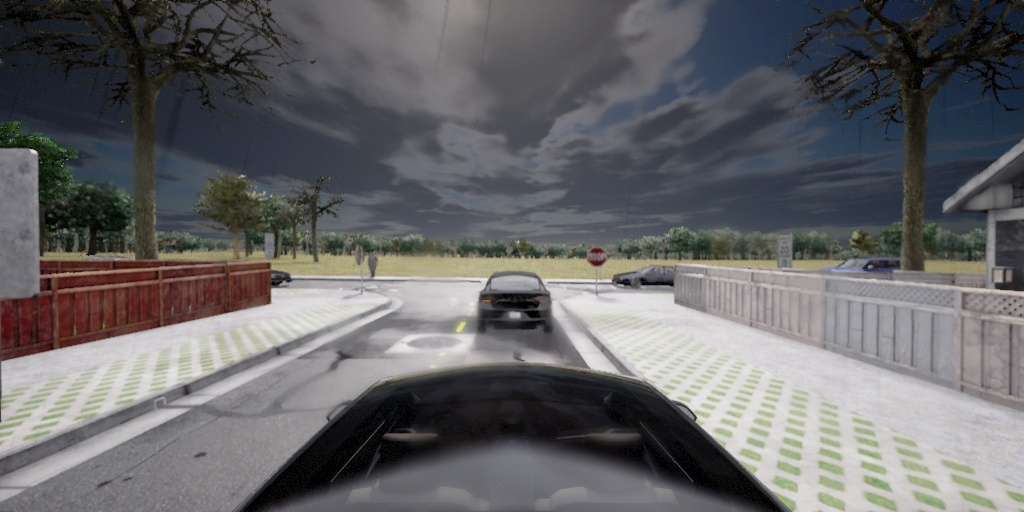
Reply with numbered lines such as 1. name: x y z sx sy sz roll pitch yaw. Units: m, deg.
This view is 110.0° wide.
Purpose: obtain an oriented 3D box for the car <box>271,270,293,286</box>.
1. car: -14.909 0.974 19.285 5.357 1.411 2.033 1 1 -1

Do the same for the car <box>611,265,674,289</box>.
1. car: 9.094 1.288 22.480 5.357 1.411 2.033 1 1 -1

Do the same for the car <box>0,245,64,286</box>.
1. car: -28.102 0.445 19.154 5.566 2.045 2.150 1 1 -1

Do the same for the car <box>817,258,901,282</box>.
1. car: 22.309 1.147 22.617 5.566 2.045 2.150 1 1 -1

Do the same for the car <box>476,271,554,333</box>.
1. car: 0.072 1.163 10.521 1.882 1.535 5.008 0 0 0

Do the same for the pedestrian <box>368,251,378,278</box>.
1. pedestrian: -9.772 0.580 25.197 0.375 1.860 0.375 0 0 -1

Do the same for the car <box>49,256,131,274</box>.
1. car: -25.675 0.718 22.141 4.902 1.511 2.128 1 1 -1
